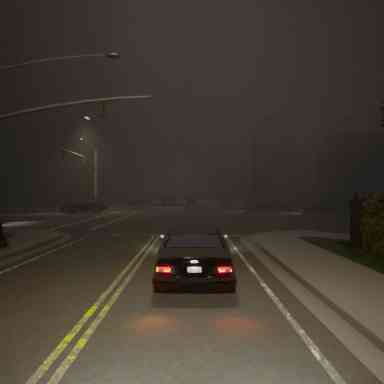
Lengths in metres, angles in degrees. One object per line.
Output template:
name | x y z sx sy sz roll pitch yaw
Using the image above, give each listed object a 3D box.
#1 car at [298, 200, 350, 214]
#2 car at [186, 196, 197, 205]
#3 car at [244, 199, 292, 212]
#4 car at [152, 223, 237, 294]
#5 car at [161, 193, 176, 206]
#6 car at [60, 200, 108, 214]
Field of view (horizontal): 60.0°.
car | 14.130 1.535 35.206 5.357 1.411 2.033 0 0 -3
car | -0.088 1.525 60.167 1.812 1.442 4.674 0 0 0
car | 8.835 1.547 38.739 5.357 1.411 2.033 0 0 -1
car | 0.053 1.547 8.934 2.033 1.411 5.357 0 0 0
car | -3.719 1.221 53.968 2.150 2.045 5.566 0 0 0
car | -11.350 1.549 35.027 4.902 1.511 2.128 -1 0 -1
